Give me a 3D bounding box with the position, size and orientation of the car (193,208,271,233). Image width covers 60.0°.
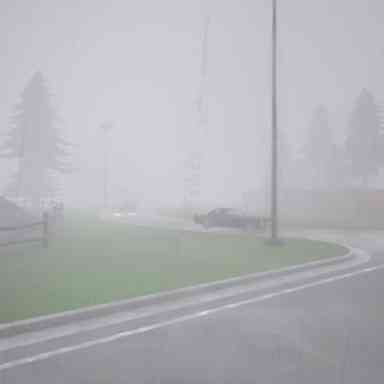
[{"bbox_3d":[2.477,1.619,19.810,4.718,1.301,1.895,0,0,37],"label":"car"}]

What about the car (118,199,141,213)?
[{"bbox_3d":[-7.046,1.548,37.630,1.812,1.442,4.674,0,0,-2],"label":"car"}]
